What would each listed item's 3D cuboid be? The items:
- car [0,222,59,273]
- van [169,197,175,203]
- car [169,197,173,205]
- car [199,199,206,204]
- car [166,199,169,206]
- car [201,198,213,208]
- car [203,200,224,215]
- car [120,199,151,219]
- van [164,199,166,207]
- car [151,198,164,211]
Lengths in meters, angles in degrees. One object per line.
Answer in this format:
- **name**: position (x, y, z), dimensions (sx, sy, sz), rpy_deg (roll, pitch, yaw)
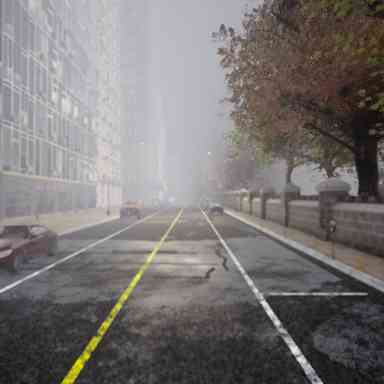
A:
- **car**: position (-5.827, 1.702, 11.033), dimensions (1.802, 1.307, 4.206), rpy_deg (0, -1, 0)
- **van**: position (-5.662, 2.277, 94.436), dimensions (1.690, 1.788, 3.998), rpy_deg (0, 0, 0)
- **car**: position (-5.813, 2.180, 72.196), dimensions (1.967, 1.590, 4.097), rpy_deg (0, -1, 0)
- **car**: position (2.715, 2.467, 88.606), dimensions (1.802, 1.307, 4.206), rpy_deg (0, 0, 0)
- **car**: position (-5.816, 2.202, 61.073), dimensions (1.947, 1.339, 4.313), rpy_deg (0, -1, 0)
- **car**: position (2.707, 1.964, 49.688), dimensions (1.967, 1.590, 4.097), rpy_deg (0, -1, 0)
- **car**: position (2.704, 1.961, 38.567), dimensions (2.008, 1.369, 4.403), rpy_deg (0, -1, 0)
- **car**: position (-5.821, 1.671, 33.274), dimensions (2.192, 1.841, 5.009), rpy_deg (0, -1, 0)
- **van**: position (-5.816, 1.924, 55.515), dimensions (1.690, 1.788, 3.998), rpy_deg (0, -1, 0)
- **car**: position (-5.819, 2.078, 49.952), dimensions (2.008, 1.369, 4.403), rpy_deg (0, -1, 0)
